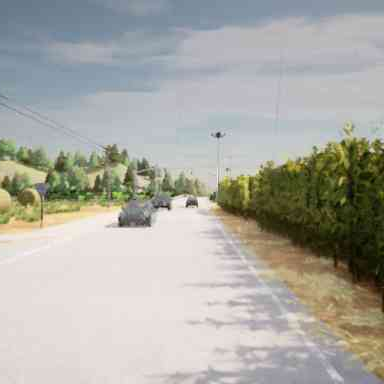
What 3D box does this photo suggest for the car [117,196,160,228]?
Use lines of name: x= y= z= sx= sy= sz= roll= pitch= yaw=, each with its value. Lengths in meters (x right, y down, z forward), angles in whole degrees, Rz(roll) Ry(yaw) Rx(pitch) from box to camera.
car: x=-3.592 y=1.357 z=22.435 sx=2.097 sy=1.767 sz=4.553 roll=0 pitch=0 yaw=0

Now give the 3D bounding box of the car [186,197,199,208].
car: x=0.046 y=1.515 z=49.120 sx=1.837 sy=1.490 sz=4.892 roll=0 pitch=0 yaw=1

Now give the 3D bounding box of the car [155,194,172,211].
car: x=-3.566 y=1.225 z=40.301 sx=2.150 sy=2.045 sz=5.566 roll=0 pitch=1 yaw=0
